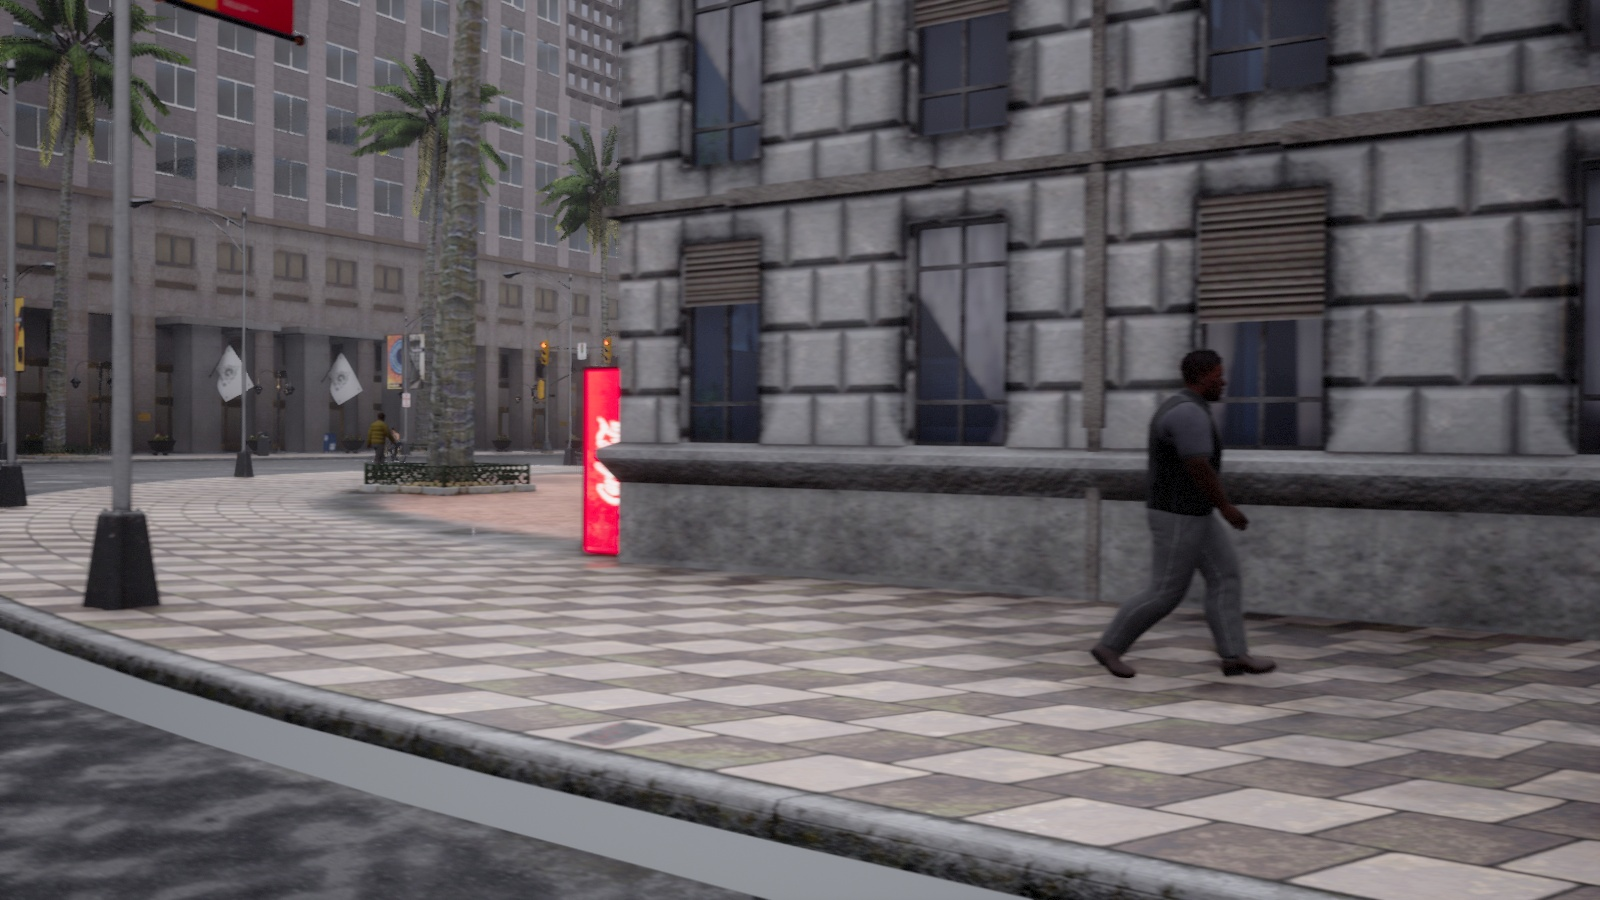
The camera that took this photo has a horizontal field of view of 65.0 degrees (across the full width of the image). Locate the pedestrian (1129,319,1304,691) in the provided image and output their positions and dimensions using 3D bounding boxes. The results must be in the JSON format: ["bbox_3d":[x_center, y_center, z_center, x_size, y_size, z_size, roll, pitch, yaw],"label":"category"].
[{"bbox_3d":[2.230,0.277,6.750,0.849,1.883,0.563,0,1,18],"label":"pedestrian"}]

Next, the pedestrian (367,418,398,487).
[{"bbox_3d":[-11.105,0.060,33.392,0.370,1.835,0.726,0,1,25],"label":"pedestrian"}]
